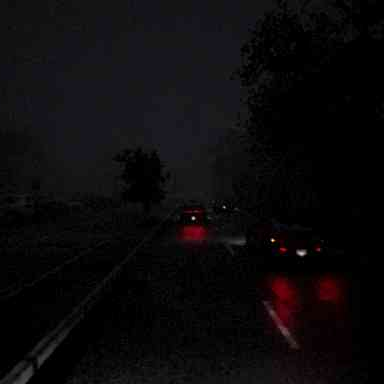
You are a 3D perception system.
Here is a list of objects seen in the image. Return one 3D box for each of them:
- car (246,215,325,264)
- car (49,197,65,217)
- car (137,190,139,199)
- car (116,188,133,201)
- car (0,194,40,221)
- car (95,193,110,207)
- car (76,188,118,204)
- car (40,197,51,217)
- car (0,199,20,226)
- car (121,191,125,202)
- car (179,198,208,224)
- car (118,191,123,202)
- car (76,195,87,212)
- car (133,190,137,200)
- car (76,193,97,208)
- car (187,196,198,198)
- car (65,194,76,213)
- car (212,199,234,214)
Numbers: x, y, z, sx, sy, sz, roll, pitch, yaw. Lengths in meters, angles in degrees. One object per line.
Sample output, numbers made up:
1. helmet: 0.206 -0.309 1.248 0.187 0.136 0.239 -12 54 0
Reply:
1. car: 3.099 1.531 11.706 1.812 1.442 4.674 0 0 0
2. car: -13.831 1.431 28.932 4.674 1.452 2.002 -1 0 -20
3. car: -13.841 0.783 67.929 4.553 1.767 2.185 -1 0 -20
4. car: -13.839 0.742 58.915 5.566 2.045 2.435 -1 1 -20
5. car: -13.861 1.194 22.905 5.566 2.045 2.435 -1 1 -20
6. car: -13.794 1.212 43.947 4.792 1.488 2.163 -1 1 -20
7. car: -13.798 0.890 46.946 5.566 2.045 2.435 -1 1 -20
8. car: -13.856 1.448 25.907 4.792 1.488 2.163 -1 1 -20
9. car: -13.662 1.459 19.980 5.366 1.575 1.946 -1 0 -20
10. car: -13.989 1.063 52.868 5.366 1.575 1.946 -1 1 -20
11. car: 0.098 1.447 24.458 1.837 1.490 4.892 0 1 0
12. car: -13.643 1.094 50.001 5.366 1.575 1.946 -1 1 -20
13. car: -13.828 1.354 34.931 4.674 1.452 2.002 -1 1 -20
14. car: -13.779 0.807 64.943 4.553 1.767 2.185 -1 1 -20
15. car: -13.817 1.272 37.931 5.008 1.535 2.097 -1 1 -20
16. car: 0.088 1.246 41.965 1.812 1.442 4.674 0 1 0
17. car: -13.859 1.228 31.919 4.553 1.767 2.185 -1 1 -20
18. car: 3.097 1.401 33.849 1.994 1.385 4.181 0 1 0
